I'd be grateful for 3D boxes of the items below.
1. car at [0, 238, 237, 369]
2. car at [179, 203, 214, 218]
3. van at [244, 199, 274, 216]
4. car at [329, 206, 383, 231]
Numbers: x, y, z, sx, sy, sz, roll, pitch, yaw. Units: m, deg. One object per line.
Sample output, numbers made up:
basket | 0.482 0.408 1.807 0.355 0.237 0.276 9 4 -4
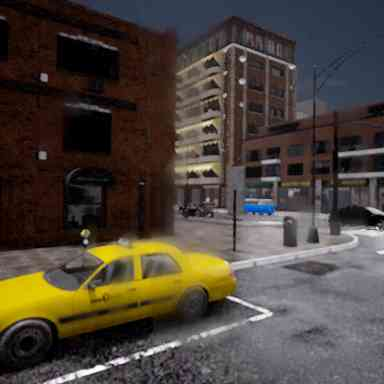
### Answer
car | -1.396 1.528 5.719 4.829 1.417 1.752 0 1 -36
car | 0.338 1.753 32.040 1.947 1.339 4.313 1 -1 -35
van | 7.220 1.686 36.823 1.690 1.788 3.998 1 -1 -35
car | 11.111 1.629 21.275 1.812 1.442 4.674 1 -1 -35
